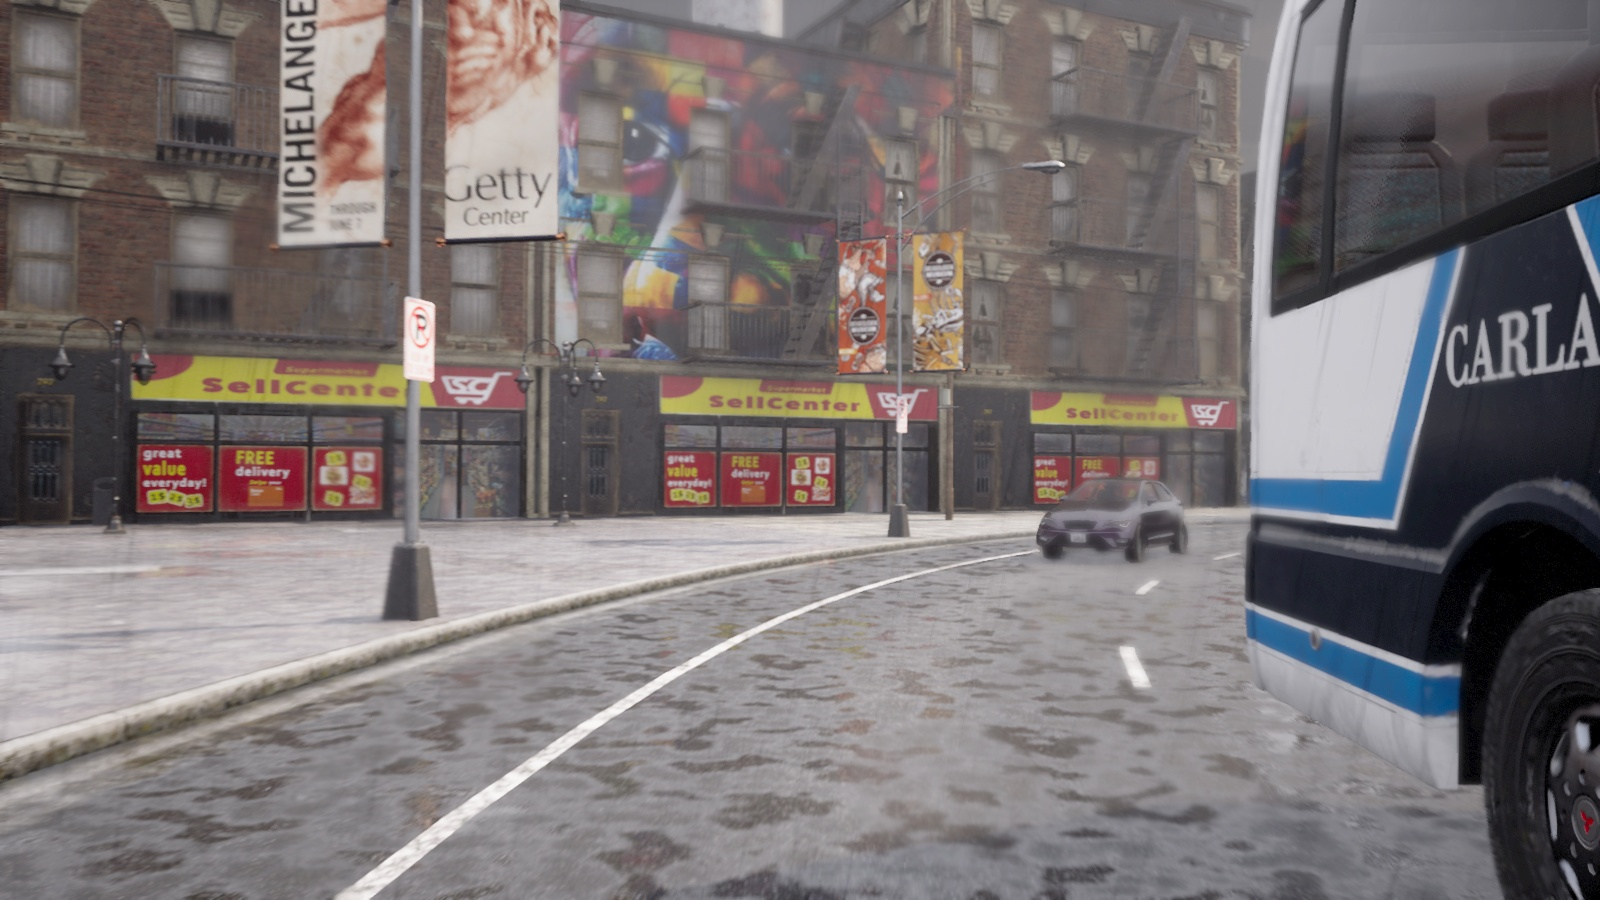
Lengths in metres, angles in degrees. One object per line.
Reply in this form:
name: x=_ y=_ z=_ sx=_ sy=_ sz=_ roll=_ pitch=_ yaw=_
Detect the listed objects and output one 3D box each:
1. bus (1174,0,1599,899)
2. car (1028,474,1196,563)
bus: x=3.436 y=-0.561 z=0.697 sx=3.944 sy=4.253 sz=10.273 roll=0 pitch=-1 yaw=4
car: x=5.873 y=1.200 z=23.306 sx=1.816 sy=1.474 sz=4.193 roll=-1 pitch=-1 yaw=32
